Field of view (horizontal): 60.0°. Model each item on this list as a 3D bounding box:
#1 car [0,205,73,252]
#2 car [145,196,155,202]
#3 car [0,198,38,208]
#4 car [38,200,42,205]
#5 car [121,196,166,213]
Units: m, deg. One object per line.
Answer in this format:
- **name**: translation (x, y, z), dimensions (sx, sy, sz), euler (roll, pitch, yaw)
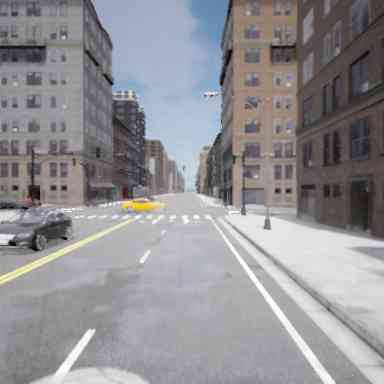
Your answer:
- **car**: translation (-6.598, 1.506, 14.056), dimensions (2.128, 1.511, 4.902), euler (0, 0, 0)
- **car**: translation (-9.790, 1.544, 78.218), dimensions (1.895, 1.301, 4.718), euler (0, 0, 0)
- **car**: translation (-20.623, 1.395, 37.161), dimensions (5.357, 1.411, 2.033), euler (1, 0, 0)
- **car**: translation (-21.542, 1.372, 42.841), dimensions (4.206, 1.307, 1.802), euler (1, 0, 0)
- **car**: translation (-5.372, 1.501, 37.228), dimensions (5.008, 1.535, 1.882), euler (0, 0, -1)
